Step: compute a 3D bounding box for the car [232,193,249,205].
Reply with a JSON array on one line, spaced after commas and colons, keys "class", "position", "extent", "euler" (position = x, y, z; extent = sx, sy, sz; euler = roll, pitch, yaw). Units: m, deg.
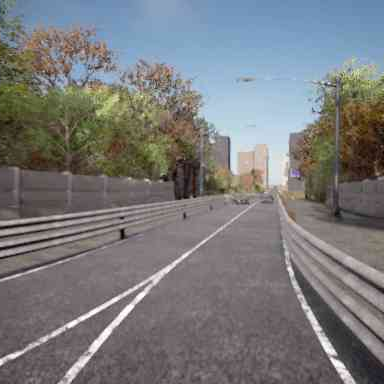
[{"class": "car", "position": [6.663, 0.959, 45.460], "extent": [1.837, 1.490, 4.892], "euler": [1, 0, 14]}]

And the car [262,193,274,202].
[{"class": "car", "position": [14.033, 0.981, 61.239], "extent": [2.033, 1.411, 5.357], "euler": [1, 0, 14]}]

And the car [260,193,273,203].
[{"class": "car", "position": [11.539, 0.945, 51.265], "extent": [2.128, 1.511, 4.902], "euler": [1, 0, 14]}]
